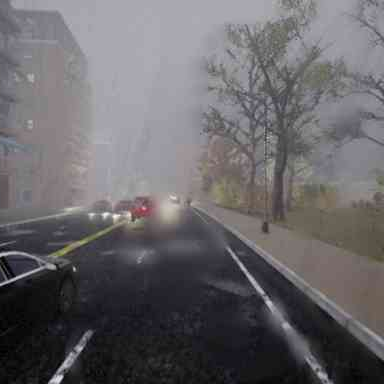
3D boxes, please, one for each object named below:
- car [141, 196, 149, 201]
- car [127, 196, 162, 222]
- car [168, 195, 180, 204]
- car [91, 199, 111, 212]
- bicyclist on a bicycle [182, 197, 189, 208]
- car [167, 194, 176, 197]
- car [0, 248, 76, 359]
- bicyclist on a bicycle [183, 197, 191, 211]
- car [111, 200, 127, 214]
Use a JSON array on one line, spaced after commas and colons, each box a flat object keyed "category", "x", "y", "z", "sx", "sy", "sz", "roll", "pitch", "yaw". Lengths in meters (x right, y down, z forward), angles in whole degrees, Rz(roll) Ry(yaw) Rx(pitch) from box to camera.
[{"category": "car", "x": -11.187, "y": 1.523, "z": 79.327, "sx": 1.895, "sy": 1.301, "sz": 4.718, "roll": 0, "pitch": 0, "yaw": -7}, {"category": "car", "x": -3.770, "y": 1.338, "z": 27.993, "sx": 2.150, "sy": 2.045, "sz": 5.566, "roll": 0, "pitch": 0, "yaw": -2}, {"category": "car", "x": -3.555, "y": 1.863, "z": 69.295, "sx": 1.895, "sy": 1.301, "sz": 4.718, "roll": 0, "pitch": 0, "yaw": -6}, {"category": "car", "x": -11.159, "y": 1.654, "z": 41.327, "sx": 1.882, "sy": 1.535, "sz": 5.008, "roll": 0, "pitch": 0, "yaw": -3}, {"category": "bicyclist on a bicycle", "x": -0.999, "y": 1.633, "z": 50.414, "sx": 0.866, "sy": 1.612, "sz": 1.509, "roll": 0, "pitch": 0, "yaw": -4}, {"category": "car", "x": -4.676, "y": 1.524, "z": 79.586, "sx": 2.150, "sy": 2.045, "sz": 5.566, "roll": 0, "pitch": 0, "yaw": -7}, {"category": "car", "x": -3.193, "y": 1.514, "z": 4.656, "sx": 2.128, "sy": 1.511, "sz": 4.902, "roll": 0, "pitch": 0, "yaw": 0}, {"category": "bicyclist on a bicycle", "x": -0.365, "y": 1.531, "z": 40.700, "sx": 0.659, "sy": 1.776, "sz": 1.843, "roll": 0, "pitch": 0, "yaw": -3}, {"category": "car", "x": -7.749, "y": 1.639, "z": 38.655, "sx": 1.882, "sy": 1.535, "sz": 5.008, "roll": 0, "pitch": -1, "yaw": -3}]
